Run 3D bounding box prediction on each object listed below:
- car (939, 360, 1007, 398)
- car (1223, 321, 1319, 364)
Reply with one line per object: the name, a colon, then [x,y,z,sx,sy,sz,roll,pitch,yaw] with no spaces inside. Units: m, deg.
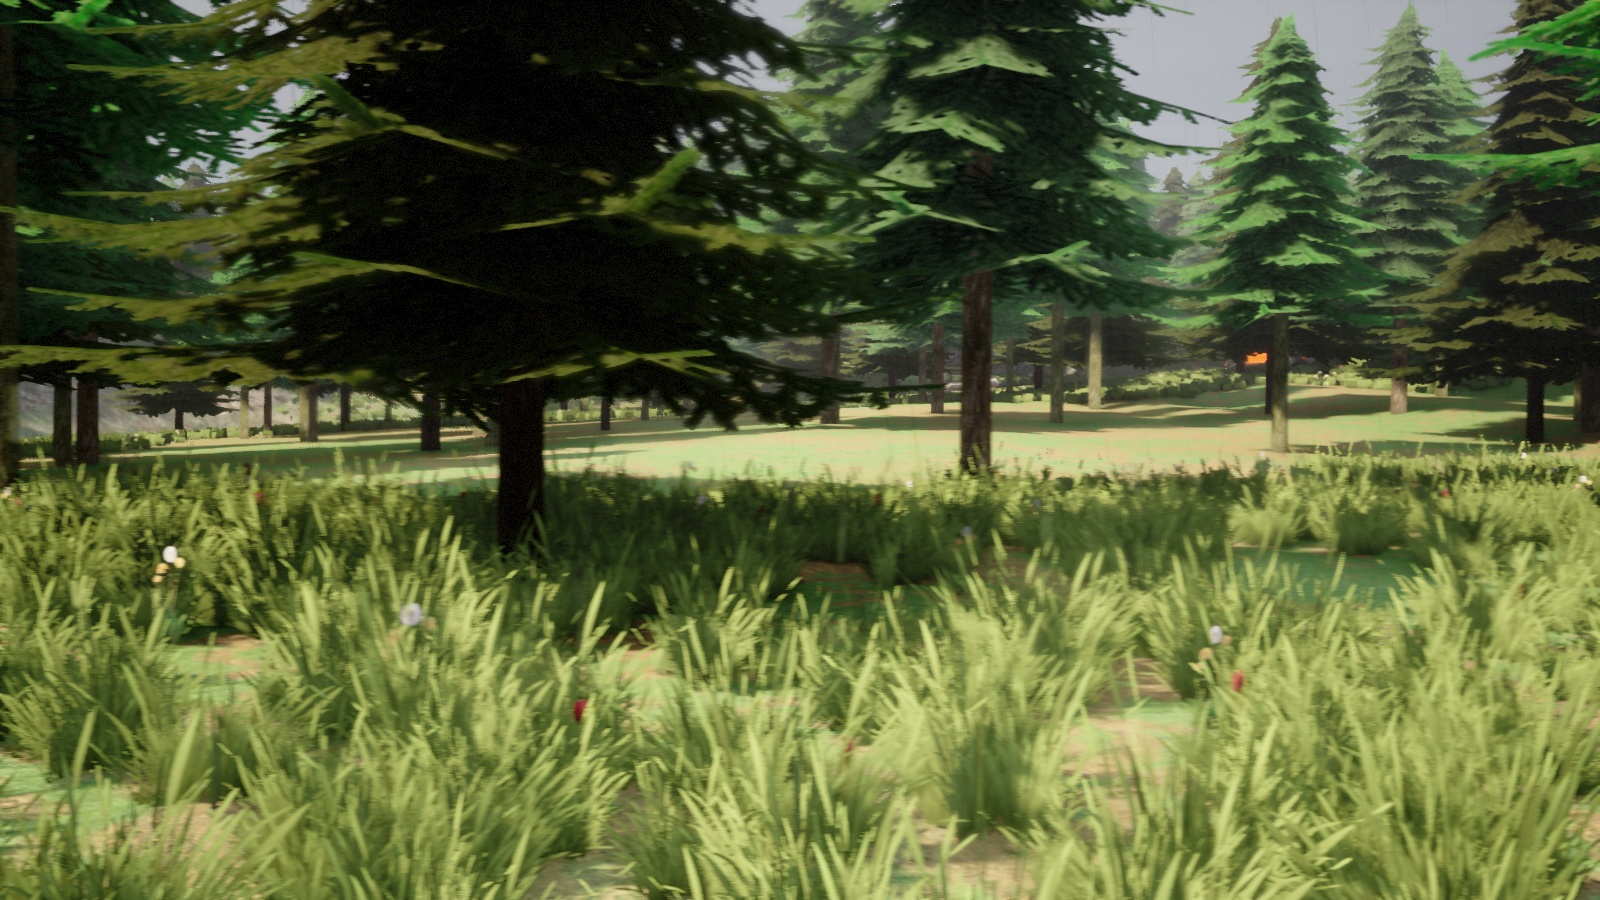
car: [10.937,-4.438,79.248,3.866,1.878,1.905,-6,-1,17]
car: [26.439,-5.996,70.574,4.553,1.767,2.097,-6,-2,35]
